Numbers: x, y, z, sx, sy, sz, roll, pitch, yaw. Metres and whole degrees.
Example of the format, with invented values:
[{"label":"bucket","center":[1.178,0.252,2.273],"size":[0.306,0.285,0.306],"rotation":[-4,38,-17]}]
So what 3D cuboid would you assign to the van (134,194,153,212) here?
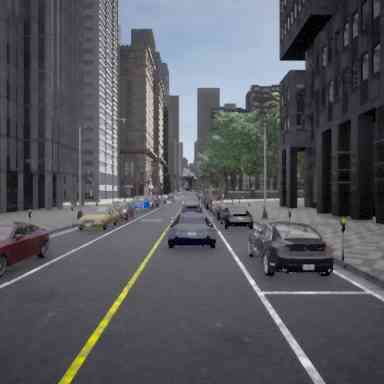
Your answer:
[{"label":"van","center":[-5.763,1.321,37.505],"size":[1.690,1.788,3.998],"rotation":[0,0,0]}]

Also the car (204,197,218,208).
[{"label":"car","center":[2.763,1.499,48.636],"size":[1.752,1.417,4.829],"rotation":[0,0,0]}]

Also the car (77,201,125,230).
[{"label":"car","center":[-5.762,1.514,20.873],"size":[1.752,1.417,4.829],"rotation":[0,0,0]}]

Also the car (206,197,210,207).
[{"label":"car","center":[2.763,1.562,37.492],"size":[1.802,1.307,4.206],"rotation":[0,0,0]}]

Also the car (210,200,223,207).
[{"label":"car","center":[2.763,1.552,26.519],"size":[1.947,1.339,4.313],"rotation":[0,0,0]}]

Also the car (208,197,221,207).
[{"label":"car","center":[2.763,1.508,32.176],"size":[1.752,1.417,4.829],"rotation":[0,0,0]}]

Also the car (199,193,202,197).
[{"label":"car","center":[2.763,1.285,53.952],"size":[2.192,1.841,5.009],"rotation":[0,0,0]}]

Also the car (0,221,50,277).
[{"label":"car","center":[-5.763,1.577,10.067],"size":[1.802,1.307,4.206],"rotation":[0,0,0]}]

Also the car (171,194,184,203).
[{"label":"car","center":[-3.000,1.553,68.649],"size":[1.994,1.385,4.181],"rotation":[0,0,0]}]

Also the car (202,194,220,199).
[{"label":"car","center":[2.763,1.292,42.979],"size":[2.192,1.841,5.009],"rotation":[0,0,0]}]

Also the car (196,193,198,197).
[{"label":"car","center":[2.764,1.472,91.485],"size":[1.947,1.339,4.313],"rotation":[0,0,0]}]

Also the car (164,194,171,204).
[{"label":"car","center":[-5.762,1.524,64.945],"size":[1.947,1.339,4.313],"rotation":[0,0,0]}]

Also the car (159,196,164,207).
[{"label":"car","center":[-5.763,1.288,48.480],"size":[2.192,1.841,5.009],"rotation":[0,0,0]}]

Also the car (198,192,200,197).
[{"label":"car","center":[2.764,1.273,64.927],"size":[2.192,1.841,5.009],"rotation":[0,0,0]}]

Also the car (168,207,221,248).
[{"label":"car","center":[0.000,1.566,14.649],"size":[1.994,1.385,4.181],"rotation":[0,0,0]}]

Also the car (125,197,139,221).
[{"label":"car","center":[-5.763,1.426,26.530],"size":[1.967,1.590,4.097],"rotation":[0,0,0]}]

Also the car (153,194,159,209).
[{"label":"car","center":[-5.763,1.417,42.993],"size":[1.967,1.590,4.097],"rotation":[0,0,0]}]

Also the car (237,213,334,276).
[{"label":"car","center":[2.763,1.546,10.059],"size":[2.008,1.369,4.403],"rotation":[0,0,0]}]

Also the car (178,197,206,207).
[{"label":"car","center":[0.000,1.502,29.650],"size":[1.837,1.490,4.892],"rotation":[0,0,0]}]

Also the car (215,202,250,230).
[{"label":"car","center":[2.763,1.555,21.032],"size":[1.947,1.339,4.313],"rotation":[0,0,0]}]
